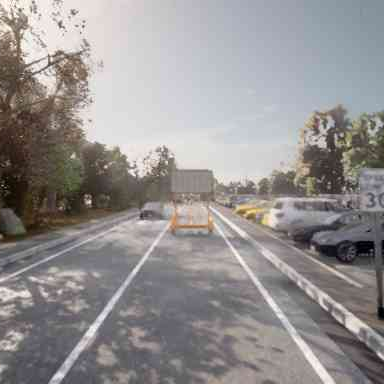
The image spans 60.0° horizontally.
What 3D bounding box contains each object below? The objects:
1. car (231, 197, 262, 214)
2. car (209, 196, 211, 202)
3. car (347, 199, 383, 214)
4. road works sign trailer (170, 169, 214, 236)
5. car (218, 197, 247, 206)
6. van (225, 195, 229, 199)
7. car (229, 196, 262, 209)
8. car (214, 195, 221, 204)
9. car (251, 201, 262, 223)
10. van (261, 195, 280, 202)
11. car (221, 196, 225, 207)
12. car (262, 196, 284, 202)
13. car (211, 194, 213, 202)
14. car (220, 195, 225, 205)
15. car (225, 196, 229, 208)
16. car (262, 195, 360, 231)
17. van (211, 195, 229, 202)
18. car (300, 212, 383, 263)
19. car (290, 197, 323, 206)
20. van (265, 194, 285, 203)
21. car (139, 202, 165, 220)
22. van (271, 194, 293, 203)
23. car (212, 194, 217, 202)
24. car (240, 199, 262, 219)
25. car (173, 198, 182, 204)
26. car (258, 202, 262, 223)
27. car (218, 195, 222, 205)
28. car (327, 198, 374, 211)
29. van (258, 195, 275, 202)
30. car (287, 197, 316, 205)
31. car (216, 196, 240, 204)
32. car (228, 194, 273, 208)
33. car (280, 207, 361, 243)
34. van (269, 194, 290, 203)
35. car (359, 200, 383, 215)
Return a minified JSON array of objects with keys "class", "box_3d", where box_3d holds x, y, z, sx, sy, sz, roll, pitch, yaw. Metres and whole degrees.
[{"class":"car","box_3d":[6.780,1.556,31.606,5.366,1.575,1.946,0,0,0]},{"class":"car","box_3d":[7.412,1.557,81.444,5.566,2.045,2.435,0,0,0]},{"class":"car","box_3d":[20.119,1.583,36.864,4.792,1.488,2.163,0,0,0]},{"class":"road works sign trailer","box_3d":[-0.014,0.498,18.527,2.380,3.560,2.880,0,0,-1]},{"class":"car","box_3d":[7.204,1.682,59.234,4.892,1.521,2.231,0,0,0]},{"class":"van","box_3d":[7.197,1.375,45.354,4.442,1.987,1.878,0,0,0]},{"class":"car","box_3d":[7.005,1.562,37.025,4.892,1.521,2.231,0,0,0]},{"class":"car","box_3d":[6.989,1.662,56.460,5.366,1.575,1.946,0,0,0]},{"class":"car","box_3d":[6.901,1.583,23.156,4.892,1.521,2.231,0,0,0]},{"class":"van","box_3d":[20.391,1.678,86.708,4.442,1.987,1.878,0,-1,0]},{"class":"car","box_3d":[7.075,1.646,48.130,4.792,1.488,2.163,0,0,0]},{"class":"car","box_3d":[20.490,1.843,83.933,5.008,1.535,2.097,0,-1,0]},{"class":"car","box_3d":[7.308,1.760,73.114,5.008,1.535,2.097,0,0,0]},{"class":"car","box_3d":[7.098,1.662,50.906,4.792,1.488,2.163,0,0,0]},{"class":"car","box_3d":[7.087,1.614,42.577,4.792,1.488,2.163,0,0,0]},{"class":"car","box_3d":[6.876,1.347,17.603,5.566,2.045,2.435,0,0,0]},{"class":"van","box_3d":[7.314,1.689,86.980,4.442,1.987,1.878,0,-1,0]},{"class":"car","box_3d":[6.772,1.644,12.052,4.792,1.488,2.163,0,0,0]},{"class":"car","box_3d":[20.270,1.672,59.022,5.008,1.535,2.097,0,0,0]},{"class":"van","box_3d":[20.347,1.575,81.317,4.442,1.987,1.878,0,-1,0]},{"class":"car","box_3d":[-3.320,1.583,28.614,1.812,1.442,4.674,0,0,0]},{"class":"van","box_3d":[20.533,1.543,75.768,4.442,1.987,1.878,0,0,0]},{"class":"car","box_3d":[7.059,1.710,64.788,5.366,1.575,1.946,0,0,0]},{"class":"car","box_3d":[6.732,1.571,25.933,5.366,1.575,1.946,0,0,0]},{"class":"car","box_3d":[-3.004,1.845,70.261,1.895,1.301,4.718,0,0,0]},{"class":"car","box_3d":[7.056,1.587,20.378,5.366,1.575,1.946,0,0,0]},{"class":"car","box_3d":[7.122,1.678,53.682,4.792,1.488,2.163,0,0,0]},{"class":"car","box_3d":[20.141,1.576,42.402,5.008,1.535,2.097,0,0,0]},{"class":"van","box_3d":[20.672,1.799,92.244,4.442,1.987,1.878,0,-1,0]},{"class":"car","box_3d":[20.303,1.729,61.916,4.674,1.452,2.002,0,0,0]},{"class":"car","box_3d":[7.236,1.603,67.563,4.553,1.767,2.185,0,0,0]},{"class":"car","box_3d":[7.065,1.445,39.805,4.553,1.767,2.185,0,0,0]},{"class":"car","box_3d":[6.830,1.606,14.828,5.008,1.535,2.097,0,0,0]},{"class":"van","box_3d":[20.555,1.558,78.413,4.442,1.987,1.878,0,0,0]},{"class":"car","box_3d":[20.096,1.579,34.224,4.792,1.488,2.163,0,0,1]}]
